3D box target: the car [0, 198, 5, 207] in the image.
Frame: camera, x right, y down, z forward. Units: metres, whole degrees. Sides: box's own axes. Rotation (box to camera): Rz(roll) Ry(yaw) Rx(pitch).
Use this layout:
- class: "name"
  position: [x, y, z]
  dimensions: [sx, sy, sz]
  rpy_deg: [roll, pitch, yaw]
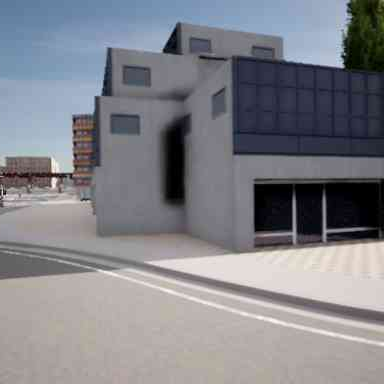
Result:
- class: "car"
  position: [-26.239, 1.337, 44.005]
  dimensions: [1.837, 1.490, 4.892]
  rpy_deg: [-1, 1, -18]
